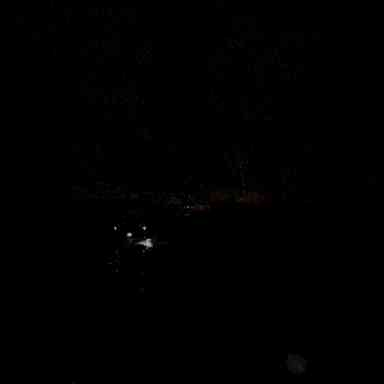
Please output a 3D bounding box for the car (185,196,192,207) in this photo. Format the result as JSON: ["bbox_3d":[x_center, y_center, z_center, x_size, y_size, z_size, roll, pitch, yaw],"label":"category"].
[{"bbox_3d":[-0.010,1.645,52.701,1.812,1.442,4.674,0,0,0],"label":"car"}]

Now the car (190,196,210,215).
[{"bbox_3d":[0.955,1.522,34.904,1.801,1.575,5.366,0,0,0],"label":"car"}]

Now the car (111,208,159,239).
[{"bbox_3d":[-2.855,1.567,17.844,2.033,1.411,5.357,0,0,0],"label":"car"}]

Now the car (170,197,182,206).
[{"bbox_3d":[-2.815,1.662,58.517,1.812,1.442,4.674,0,0,0],"label":"car"}]

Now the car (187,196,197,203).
[{"bbox_3d":[-0.015,1.608,69.411,1.994,1.385,4.181,0,0,0],"label":"car"}]
